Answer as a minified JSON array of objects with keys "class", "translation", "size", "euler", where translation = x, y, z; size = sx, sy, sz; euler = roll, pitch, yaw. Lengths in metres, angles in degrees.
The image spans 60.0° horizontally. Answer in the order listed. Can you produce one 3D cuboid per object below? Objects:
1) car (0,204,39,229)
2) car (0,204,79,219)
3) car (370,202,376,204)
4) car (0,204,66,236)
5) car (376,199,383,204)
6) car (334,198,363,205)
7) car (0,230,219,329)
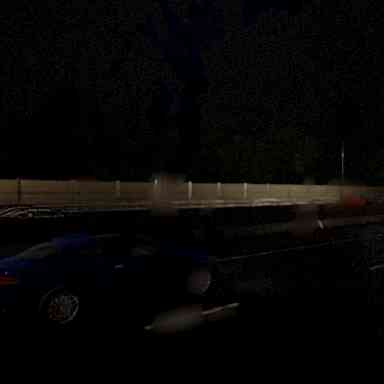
[{"class":"car","translation":[-12.353,1.526,20.975],"size":[4.674,1.442,1.812],"euler":[0,0,-35]},{"class":"car","translation":[-7.774,1.492,15.643],"size":[4.902,1.511,2.128],"euler":[0,0,-35]},{"class":"car","translation":[25.261,1.609,43.451],"size":[4.718,1.301,1.895],"euler":[0,0,-35]},{"class":"car","translation":[-9.828,1.492,18.476],"size":[4.902,1.511,2.128],"euler":[0,0,-35]},{"class":"car","translation":[7.626,1.224,9.178],"size":[5.566,2.045,2.150],"euler":[0,0,-35]},{"class":"car","translation":[21.089,1.485,44.783],"size":[5.008,1.535,1.882],"euler":[0,0,-35]},{"class":"car","translation":[-1.588,1.526,6.911],"size":[4.674,1.442,1.812],"euler":[0,0,-35]}]
